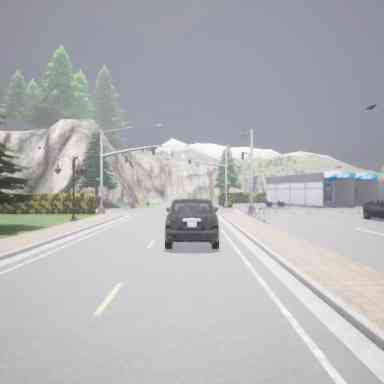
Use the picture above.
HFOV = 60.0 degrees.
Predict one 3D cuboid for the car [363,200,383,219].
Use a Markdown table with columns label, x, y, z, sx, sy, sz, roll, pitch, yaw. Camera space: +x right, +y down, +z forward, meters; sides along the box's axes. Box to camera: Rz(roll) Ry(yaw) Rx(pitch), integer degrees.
| label | x | y | z | sx | sy | sz | roll | pitch | yaw |
| --- | --- | --- | --- | --- | --- | --- | --- | --- | --- |
| car | 14.203 | 1.338 | 24.074 | 2.007 | 1.523 | 4.514 | 0 | 0 | 0 |

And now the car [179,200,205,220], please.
| label | x | y | z | sx | sy | sz | roll | pitch | yaw |
| --- | --- | --- | --- | --- | --- | --- | --- | --- | --- |
| car | 0.000 | 1.494 | 29.650 | 2.128 | 1.511 | 4.902 | 0 | 0 | 0 |

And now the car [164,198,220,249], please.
| label | x | y | z | sx | sy | sz | roll | pitch | yaw |
| --- | --- | --- | --- | --- | --- | --- | --- | --- | --- |
| car | 0.000 | 1.257 | 14.680 | 2.150 | 2.045 | 5.566 | 0 | 0 | 0 |
